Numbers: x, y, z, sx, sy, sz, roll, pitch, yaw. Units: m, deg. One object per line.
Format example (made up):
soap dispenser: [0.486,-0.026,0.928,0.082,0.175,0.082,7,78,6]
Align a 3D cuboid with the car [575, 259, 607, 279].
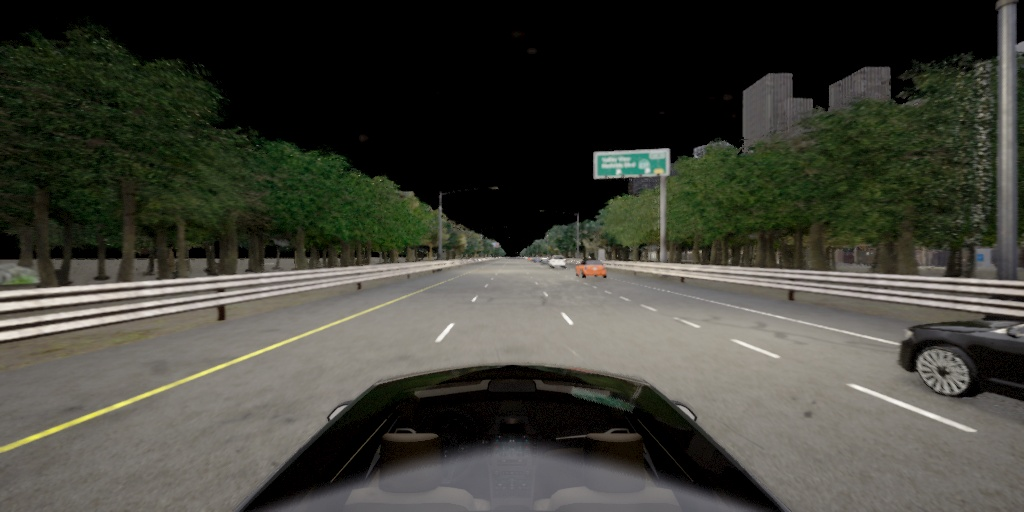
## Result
car: [7.044,1.095,32.538,2.097,1.767,4.553,0,0,0]

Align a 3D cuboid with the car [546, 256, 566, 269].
car: [7.087,0.961,56.546,2.150,2.045,5.566,0,0,0]

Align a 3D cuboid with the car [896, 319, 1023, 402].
car: [7.000,1.244,3.614,2.128,1.511,4.902,0,0,0]
